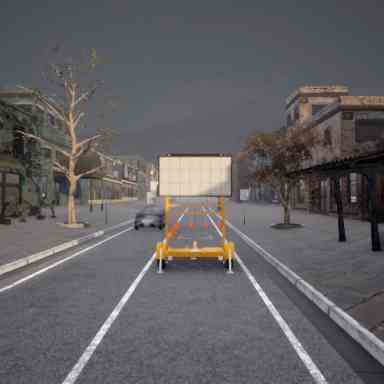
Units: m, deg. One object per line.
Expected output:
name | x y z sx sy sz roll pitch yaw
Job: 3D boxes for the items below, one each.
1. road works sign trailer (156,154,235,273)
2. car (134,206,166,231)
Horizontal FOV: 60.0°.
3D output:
road works sign trailer | 0.108 0.552 10.922 2.380 3.560 2.880 0 -1 1
car | -2.769 1.760 22.967 2.128 1.511 4.902 0 -1 1
